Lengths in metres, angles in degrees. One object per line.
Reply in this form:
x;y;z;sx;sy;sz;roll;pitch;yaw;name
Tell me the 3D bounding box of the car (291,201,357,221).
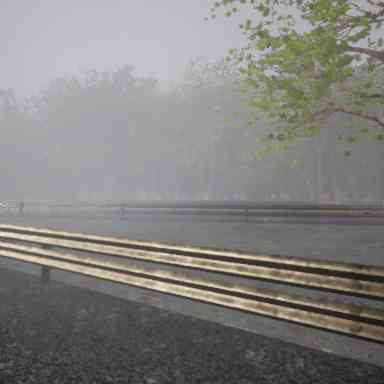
11.047;1.529;28.133;5.366;1.575;1.801;0;0;14;car
